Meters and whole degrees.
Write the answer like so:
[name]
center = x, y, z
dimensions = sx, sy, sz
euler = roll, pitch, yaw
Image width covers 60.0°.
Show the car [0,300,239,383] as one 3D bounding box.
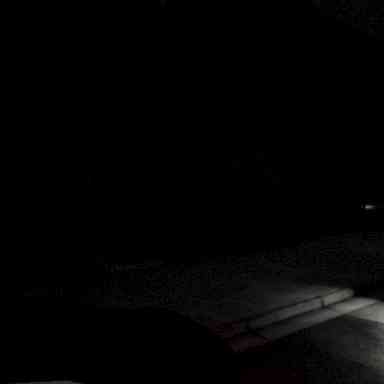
[car]
center = -1.858, 1.488, 1.478
dimensions = 4.902, 1.511, 2.128
euler = 0, 0, -36
